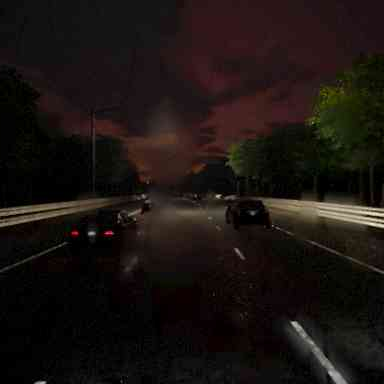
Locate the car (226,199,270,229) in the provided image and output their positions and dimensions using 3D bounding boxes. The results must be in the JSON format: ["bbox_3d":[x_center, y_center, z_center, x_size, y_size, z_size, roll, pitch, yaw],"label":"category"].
[{"bbox_3d":[3.382,1.228,20.833,2.097,1.767,4.553,0,0,-1],"label":"car"}]

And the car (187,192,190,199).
[{"bbox_3d":[0.445,1.284,84.850,1.994,1.385,4.181,0,0,-4],"label":"car"}]

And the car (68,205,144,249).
[{"bbox_3d":[-3.506,1.466,14.011,2.033,1.411,5.357,0,0,-1],"label":"car"}]

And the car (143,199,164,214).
[{"bbox_3d":[-3.901,1.364,33.220,2.033,1.411,5.357,0,0,-2],"label":"car"}]

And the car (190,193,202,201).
[{"bbox_3d":[1.177,1.330,73.824,1.895,1.301,4.718,0,0,-4],"label":"car"}]
